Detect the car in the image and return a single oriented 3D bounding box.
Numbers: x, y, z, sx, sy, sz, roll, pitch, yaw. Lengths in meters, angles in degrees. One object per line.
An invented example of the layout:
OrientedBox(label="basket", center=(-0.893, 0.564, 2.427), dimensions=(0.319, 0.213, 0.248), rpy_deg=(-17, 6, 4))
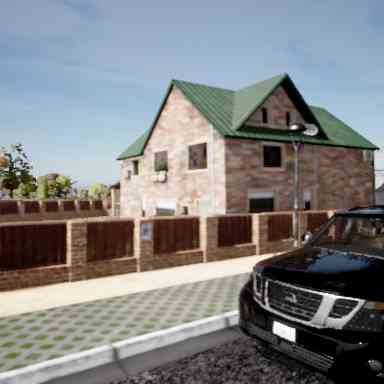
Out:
OrientedBox(label="car", center=(3.310, 1.275, 5.432), dimensions=(5.566, 2.045, 2.150), rpy_deg=(1, 0, -35))
